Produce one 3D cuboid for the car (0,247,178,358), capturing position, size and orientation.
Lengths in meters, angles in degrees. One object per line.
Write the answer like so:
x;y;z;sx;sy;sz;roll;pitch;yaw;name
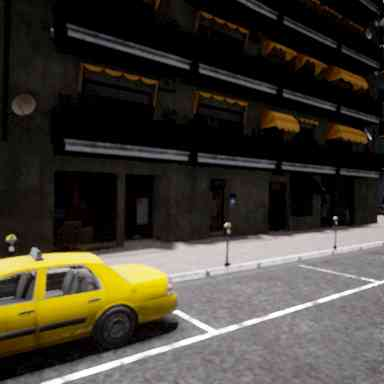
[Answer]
-2.518;1.531;4.754;4.829;1.417;1.752;1;0;-35;car
